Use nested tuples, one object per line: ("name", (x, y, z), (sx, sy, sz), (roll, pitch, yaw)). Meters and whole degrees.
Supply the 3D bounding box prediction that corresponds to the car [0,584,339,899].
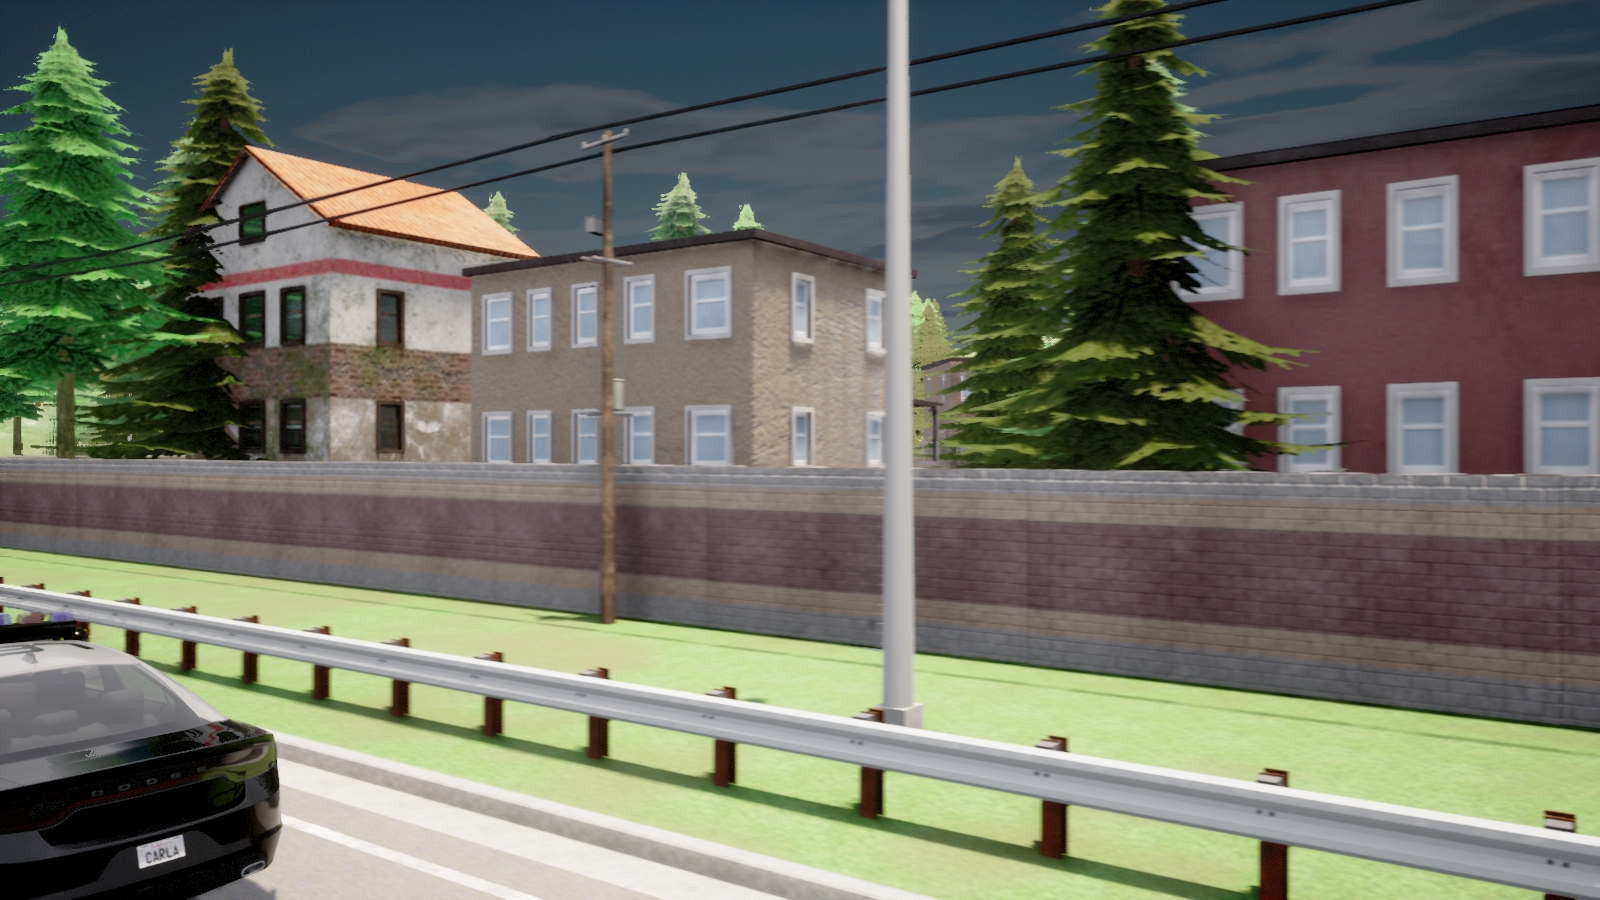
("car", (-5.594, 1.982, 7.703), (5.238, 1.638, 2.097), (0, 0, 35))
